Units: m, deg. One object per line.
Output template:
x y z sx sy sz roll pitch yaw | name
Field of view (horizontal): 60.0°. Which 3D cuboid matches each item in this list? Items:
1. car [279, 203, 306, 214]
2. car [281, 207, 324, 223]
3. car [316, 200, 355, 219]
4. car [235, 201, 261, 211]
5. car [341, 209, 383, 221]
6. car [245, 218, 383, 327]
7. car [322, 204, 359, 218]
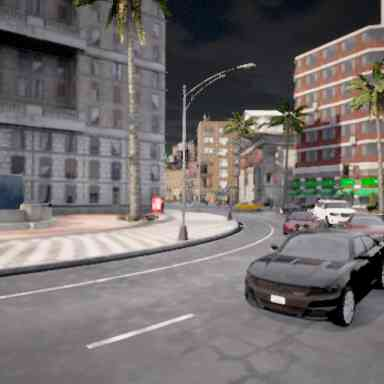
13.166 2.181 43.344 1.837 1.490 4.892 1 0 -15 | car
6.759 1.889 20.563 1.994 1.385 4.181 0 -1 17 | car
11.245 1.654 26.233 2.150 2.045 5.566 0 -1 7 | car
8.951 2.260 53.656 1.882 1.535 5.008 1 -1 -32 | car
8.438 1.803 16.126 1.812 1.442 4.674 0 -1 22 | car
3.063 1.602 7.611 1.882 1.535 5.008 0 -1 40 | car
17.596 2.184 39.707 1.812 1.442 4.674 1 -1 -9 | car
